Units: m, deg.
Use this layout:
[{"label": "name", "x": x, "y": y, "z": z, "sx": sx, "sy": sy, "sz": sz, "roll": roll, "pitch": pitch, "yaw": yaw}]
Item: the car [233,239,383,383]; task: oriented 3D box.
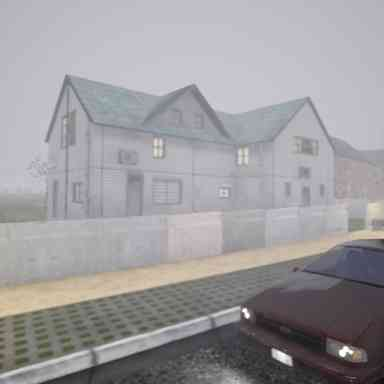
[{"label": "car", "x": 3.165, "y": 1.545, "z": 5.528, "sx": 5.357, "sy": 1.411, "sz": 2.033, "roll": 0, "pitch": 0, "yaw": -37}]
